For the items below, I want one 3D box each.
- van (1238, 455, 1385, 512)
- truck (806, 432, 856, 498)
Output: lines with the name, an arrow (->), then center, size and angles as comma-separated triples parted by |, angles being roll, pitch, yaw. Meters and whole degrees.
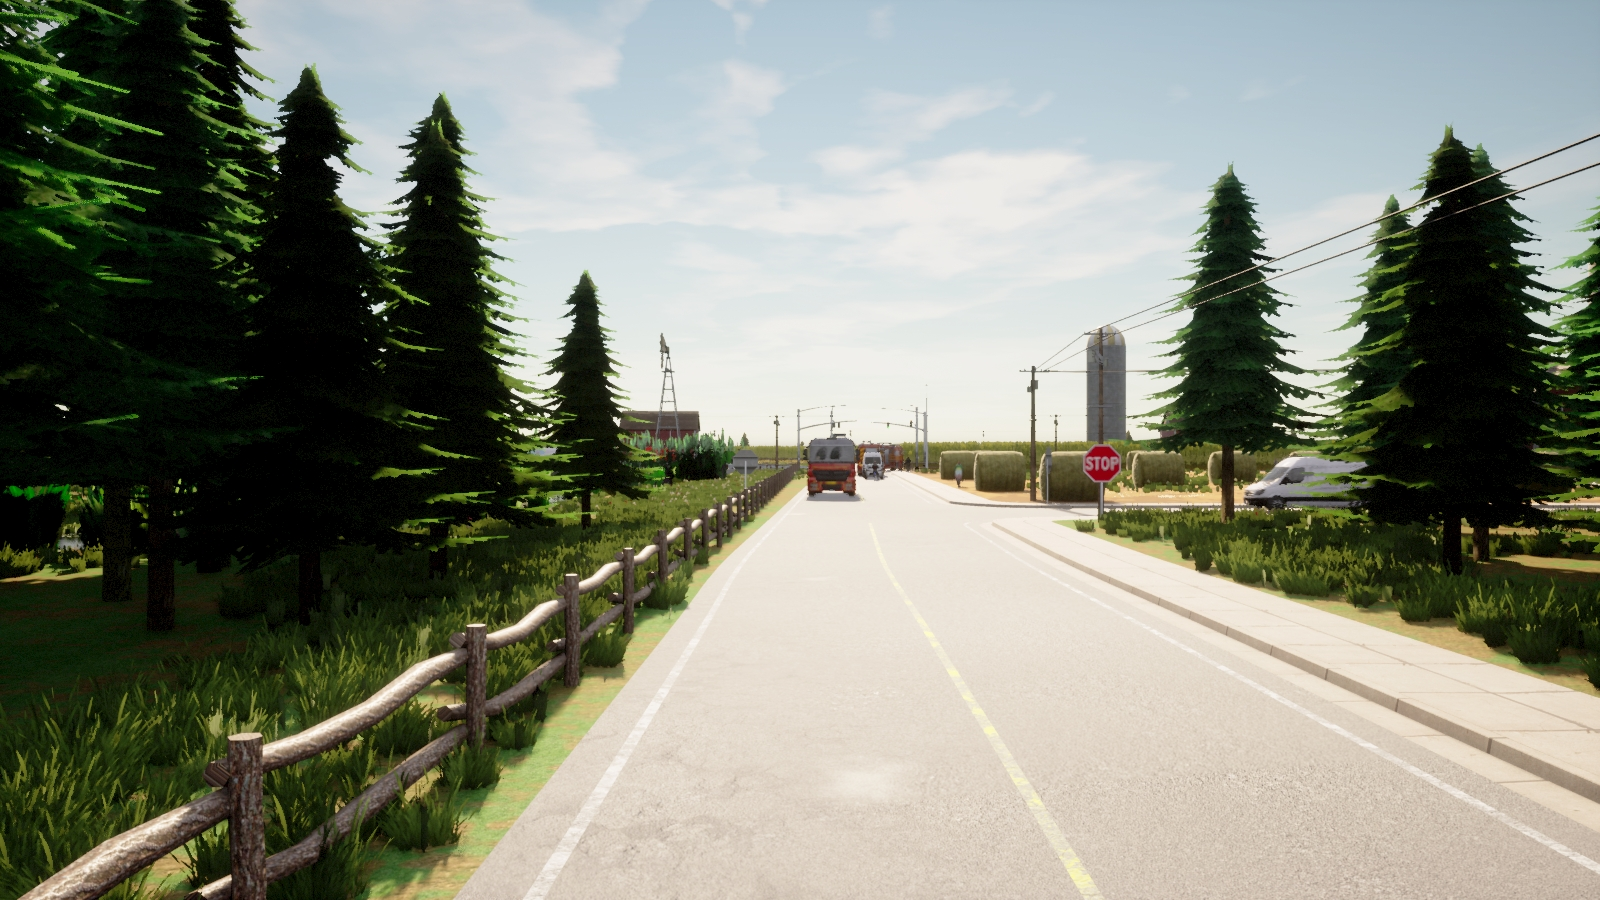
van -> 23.492, 1.534, 52.603 | 5.915, 2.561, 1.988 | 0, 0, 0
truck -> 1.983, 0.856, 70.513 | 2.891, 3.827, 8.468 | 0, 0, 2
